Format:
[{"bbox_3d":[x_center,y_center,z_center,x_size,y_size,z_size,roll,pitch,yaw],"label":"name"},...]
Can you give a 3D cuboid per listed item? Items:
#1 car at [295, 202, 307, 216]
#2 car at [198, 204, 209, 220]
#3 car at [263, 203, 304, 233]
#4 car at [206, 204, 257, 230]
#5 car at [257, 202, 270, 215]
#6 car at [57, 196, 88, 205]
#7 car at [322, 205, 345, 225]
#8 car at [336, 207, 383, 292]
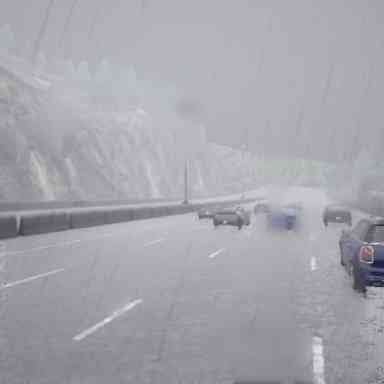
[{"bbox_3d":[11.584,1.935,37.015,1.837,1.490,4.892,0,0,20],"label":"car"},{"bbox_3d":[2.058,1.844,31.156,1.994,1.385,4.181,0,0,20],"label":"car"},{"bbox_3d":[6.055,1.721,21.534,1.882,1.535,5.008,0,0,20],"label":"car"},{"bbox_3d":[2.897,1.714,23.099,2.128,1.511,4.902,0,0,20],"label":"car"},{"bbox_3d":[8.497,1.901,38.777,2.128,1.511,4.902,0,0,20],"label":"car"},{"bbox_3d":[-15.760,1.161,43.986,2.097,1.767,4.553,0,-1,20],"label":"car"},{"bbox_3d":[11.715,1.828,26.979,1.882,1.535,5.008,0,-1,20],"label":"car"},{"bbox_3d":[5.317,1.484,9.062,2.097,1.767,4.553,0,0,20],"label":"car"}]
